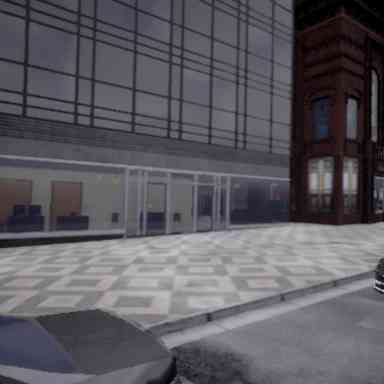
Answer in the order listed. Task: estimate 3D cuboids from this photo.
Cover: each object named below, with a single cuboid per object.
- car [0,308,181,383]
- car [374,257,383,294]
[{"bbox_3d":[-2.466,1.542,1.653,5.357,1.411,2.033,1,-1,-40],"label":"car"},{"bbox_3d":[6.136,1.620,7.798,4.892,1.490,1.837,1,-1,-36],"label":"car"}]
